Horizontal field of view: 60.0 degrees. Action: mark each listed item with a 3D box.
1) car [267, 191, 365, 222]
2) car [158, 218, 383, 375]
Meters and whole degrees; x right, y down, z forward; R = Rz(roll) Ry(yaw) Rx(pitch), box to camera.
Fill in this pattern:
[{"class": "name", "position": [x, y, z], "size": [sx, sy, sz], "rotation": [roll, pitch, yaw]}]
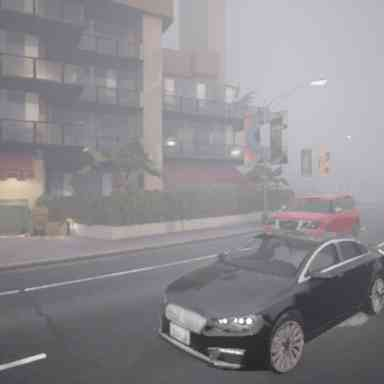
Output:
[{"class": "car", "position": [5.204, 1.142, 13.778], "size": [2.150, 2.045, 5.566], "rotation": [0, 1, 43]}, {"class": "car", "position": [1.695, 1.461, 5.701], "size": [4.902, 1.511, 2.128], "rotation": [0, 0, -41]}]
